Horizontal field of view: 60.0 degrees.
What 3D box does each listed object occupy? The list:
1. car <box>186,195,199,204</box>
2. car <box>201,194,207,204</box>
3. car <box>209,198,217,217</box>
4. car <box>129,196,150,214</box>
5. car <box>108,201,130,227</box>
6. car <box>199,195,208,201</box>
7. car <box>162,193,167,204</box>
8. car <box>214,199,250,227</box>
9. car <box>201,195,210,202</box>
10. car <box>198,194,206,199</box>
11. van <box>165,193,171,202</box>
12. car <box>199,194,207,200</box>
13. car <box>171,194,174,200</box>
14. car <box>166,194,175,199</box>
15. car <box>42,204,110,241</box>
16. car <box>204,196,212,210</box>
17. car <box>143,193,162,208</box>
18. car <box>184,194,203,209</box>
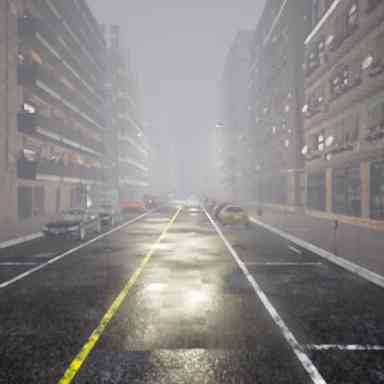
[{"bbox_3d":[0.095,1.279,60.701,2.128,1.511,4.902,0,0,0],"label":"car"},{"bbox_3d":[2.687,1.388,55.655,1.802,1.307,4.206,0,0,0],"label":"car"},{"bbox_3d":[2.689,1.470,27.474,1.947,1.339,4.313,0,0,0],"label":"car"},{"bbox_3d":[-5.692,1.429,33.114,1.887,1.381,4.507,0,0,0],"label":"car"},{"bbox_3d":[-5.691,1.475,21.841,2.008,1.369,4.403,0,0,0],"label":"car"},{"bbox_3d":[2.685,1.294,78.200,1.947,1.339,4.313,0,0,0],"label":"car"},{"bbox_3d":[-5.693,1.332,55.488,1.752,1.417,4.829,0,0,0],"label":"car"},{"bbox_3d":[2.690,1.449,22.007,1.752,1.417,4.829,0,0,0],"label":"car"},{"bbox_3d":[2.686,1.292,67.098,1.752,1.417,4.829,0,0,0],"label":"car"},{"bbox_3d":[2.683,1.271,89.473,1.802,1.307,4.206,0,0,0],"label":"car"},{"bbox_3d":[-5.693,1.108,66.930,1.690,1.788,3.998,0,0,0],"label":"van"},{"bbox_3d":[2.685,1.253,83.836,1.887,1.381,4.507,0,0,0],"label":"car"},{"bbox_3d":[-5.696,1.259,83.839,2.008,1.369,4.403,0,0,0],"label":"car"},{"bbox_3d":[-5.697,1.239,89.476,2.008,1.369,4.403,0,0,0],"label":"car"},{"bbox_3d":[-5.691,1.494,16.204,2.008,1.369,4.403,0,0,0],"label":"car"},{"bbox_3d":[2.688,1.447,38.747,1.802,1.307,4.206,0,0,0],"label":"car"},{"bbox_3d":[-5.692,1.160,44.386,2.192,1.841,5.009,0,0,0],"label":"car"},{"bbox_3d":[0.096,1.374,43.541,1.812,1.442,4.674,0,0,0],"label":"car"}]
